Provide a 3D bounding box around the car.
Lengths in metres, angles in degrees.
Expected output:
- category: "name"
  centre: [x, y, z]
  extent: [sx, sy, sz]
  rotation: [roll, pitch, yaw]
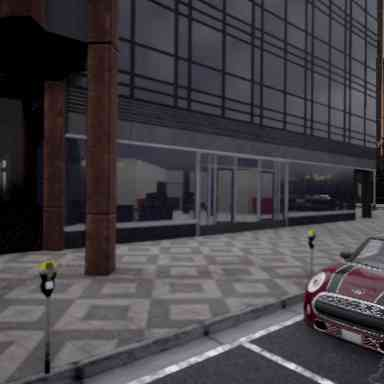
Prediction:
- category: "car"
  centre: [3.738, 1.470, 5.824]
  extent: [4.097, 1.590, 1.967]
  rotation: [1, 0, -39]
